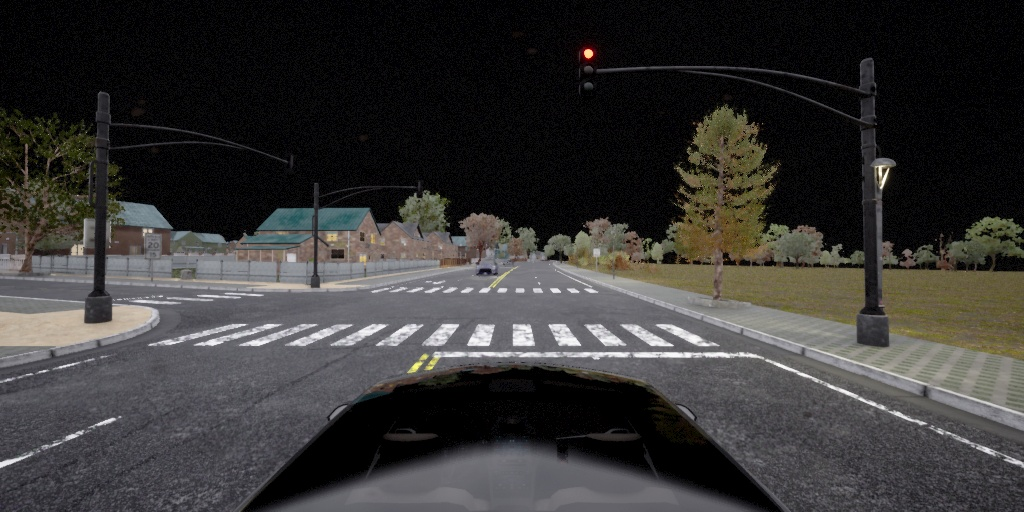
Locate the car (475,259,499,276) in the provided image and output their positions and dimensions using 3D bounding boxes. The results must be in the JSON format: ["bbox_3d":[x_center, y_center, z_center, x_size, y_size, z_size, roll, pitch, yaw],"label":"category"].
[{"bbox_3d":[-2.491,1.136,37.032,2.097,1.767,4.553,0,0,2],"label":"car"}]
